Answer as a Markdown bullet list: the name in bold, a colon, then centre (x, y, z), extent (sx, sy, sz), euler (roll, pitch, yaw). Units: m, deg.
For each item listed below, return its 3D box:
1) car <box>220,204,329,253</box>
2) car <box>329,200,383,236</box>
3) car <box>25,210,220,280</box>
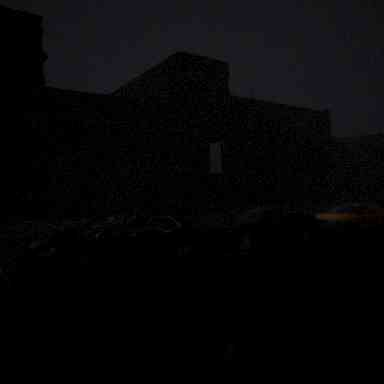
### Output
- **car**: centre (2.594, 1.249, 12.496), extent (5.008, 1.535, 2.097), euler (0, 0, -33)
- **car**: centre (7.776, 1.189, 16.219), extent (5.366, 1.575, 1.946), euler (0, 0, -33)
- **car**: centre (-1.922, 1.288, 9.259), extent (4.892, 1.521, 2.231), euler (-1, 1, -33)
